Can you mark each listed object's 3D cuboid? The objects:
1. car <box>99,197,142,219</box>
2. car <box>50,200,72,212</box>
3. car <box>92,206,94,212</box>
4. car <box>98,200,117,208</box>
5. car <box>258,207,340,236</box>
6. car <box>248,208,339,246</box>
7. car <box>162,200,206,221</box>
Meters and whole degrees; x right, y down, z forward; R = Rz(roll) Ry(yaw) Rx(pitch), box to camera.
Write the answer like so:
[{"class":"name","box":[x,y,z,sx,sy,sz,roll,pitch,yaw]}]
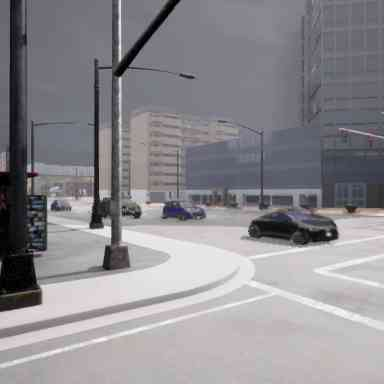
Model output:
[{"class":"car","box":[-6.810,1.496,31.440,2.150,2.045,5.566,0,-1,-36]},{"class":"car","box":[-19.171,1.941,48.632,2.097,1.767,4.553,0,-1,-36]},{"class":"car","box":[-11.743,2.034,44.243,1.994,1.385,4.181,0,-1,-36]},{"class":"car","box":[-15.873,2.281,62.131,1.994,1.385,4.181,0,-1,-36]},{"class":"car","box":[6.166,1.635,19.576,1.994,1.385,4.181,0,-1,-37]},{"class":"car","box":[4.624,1.617,15.669,1.994,1.385,4.181,0,0,-35]},{"class":"car","box":[-0.763,1.549,29.066,2.097,1.767,4.553,0,-1,-36]}]
